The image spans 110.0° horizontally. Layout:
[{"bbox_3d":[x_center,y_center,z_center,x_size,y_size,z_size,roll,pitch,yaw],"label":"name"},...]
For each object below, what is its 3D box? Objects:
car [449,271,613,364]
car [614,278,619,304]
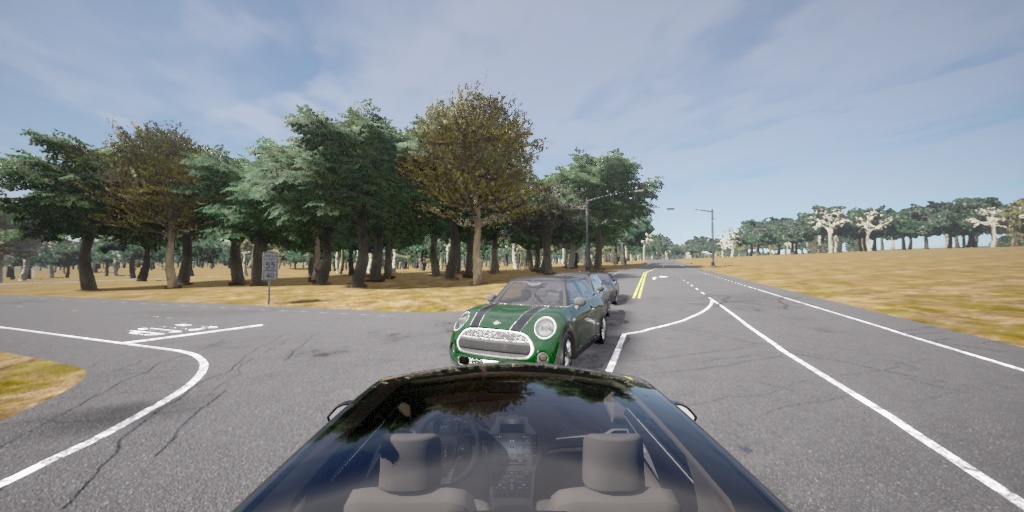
[{"bbox_3d":[0.626,1.221,7.765,2.097,1.767,4.553,-1,-2,26],"label":"car"},{"bbox_3d":[4.235,1.518,17.802,1.994,1.385,4.181,-1,0,19],"label":"car"}]
